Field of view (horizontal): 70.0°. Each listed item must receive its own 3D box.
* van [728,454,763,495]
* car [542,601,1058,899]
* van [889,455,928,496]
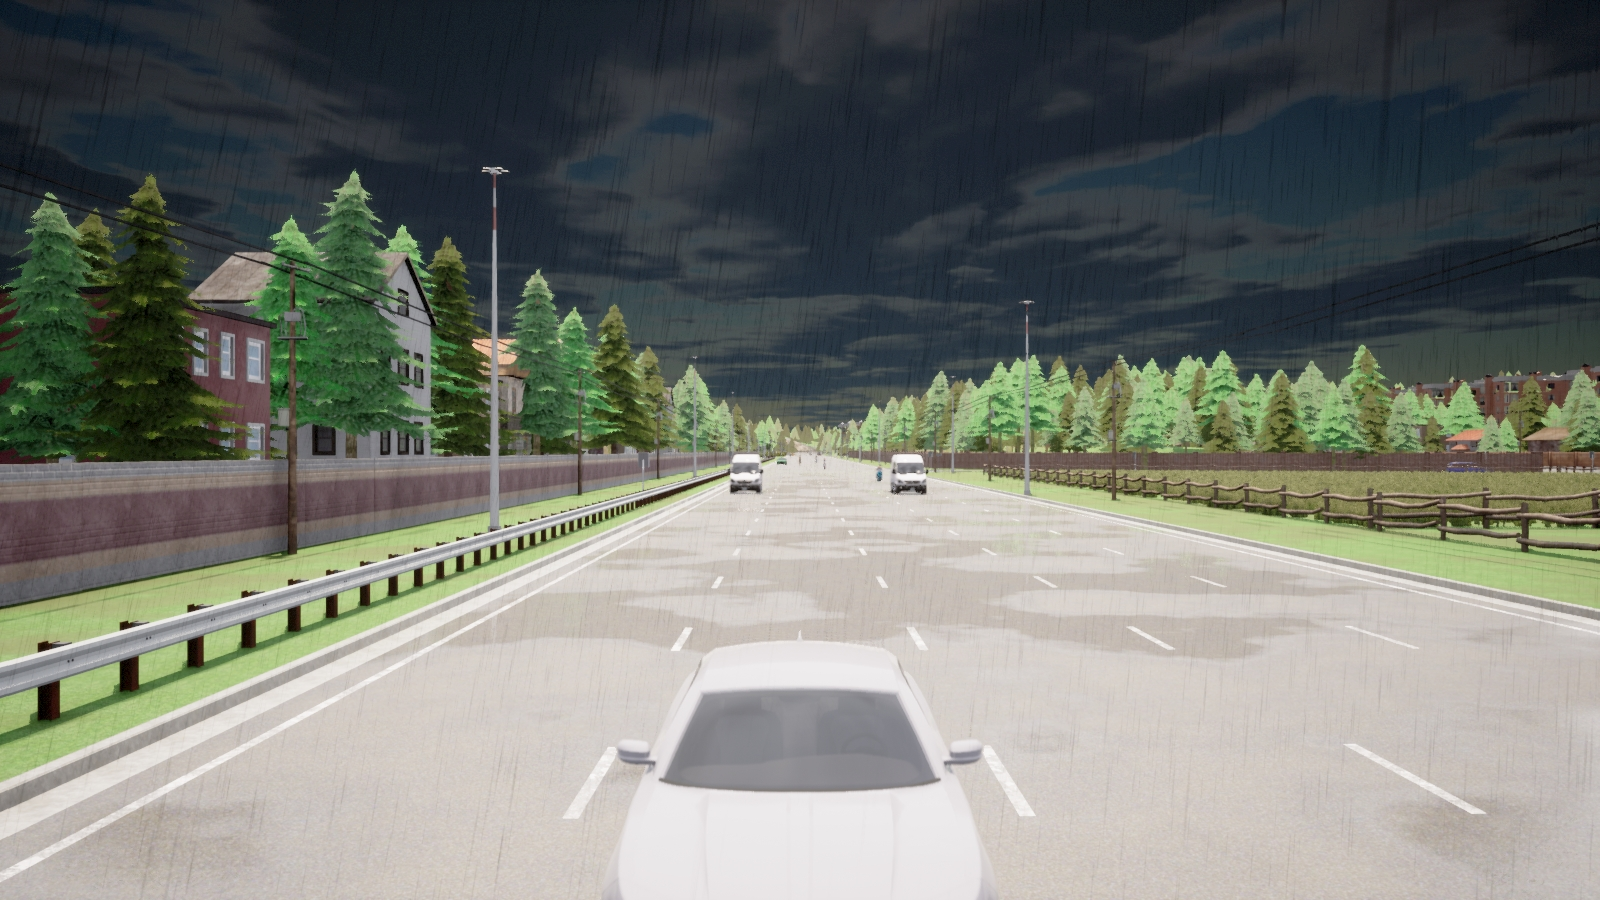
[{"bbox_3d":[-3.513,1.582,74.976,1.988,2.561,5.915,0,0,0],"label":"van"},{"bbox_3d":[-0.002,2.040,7.147,2.097,1.535,5.006,0,0,0],"label":"car"},{"bbox_3d":[6.986,1.582,73.942,1.988,2.561,5.915,0,0,0],"label":"van"}]
